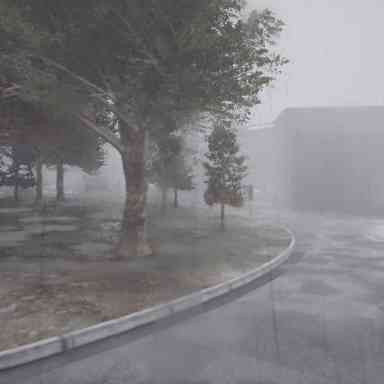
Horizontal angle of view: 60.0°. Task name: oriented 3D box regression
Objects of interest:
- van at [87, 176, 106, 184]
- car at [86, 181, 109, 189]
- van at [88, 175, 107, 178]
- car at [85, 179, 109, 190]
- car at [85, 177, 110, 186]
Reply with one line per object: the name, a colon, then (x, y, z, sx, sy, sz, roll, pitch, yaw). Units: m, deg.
van: (-25.423, -3.199, 88.908, 4.442, 1.987, 1.878, -2, 6, -36)
car: (-21.152, -1.587, 74.423, 4.674, 1.452, 2.002, -2, 6, -36)
van: (-22.727, -2.395, 80.303, 4.442, 1.987, 1.878, -2, 6, -36)
car: (-20.325, -1.356, 71.504, 4.892, 1.521, 2.231, -2, 6, -36)
car: (-23.675, -2.686, 83.125, 5.566, 2.045, 2.435, -2, 6, -36)
